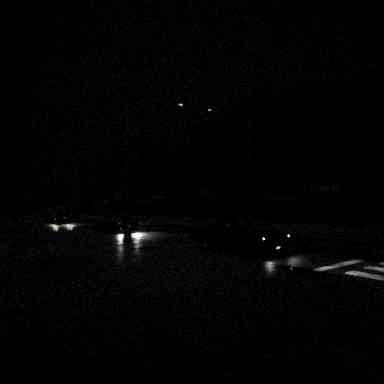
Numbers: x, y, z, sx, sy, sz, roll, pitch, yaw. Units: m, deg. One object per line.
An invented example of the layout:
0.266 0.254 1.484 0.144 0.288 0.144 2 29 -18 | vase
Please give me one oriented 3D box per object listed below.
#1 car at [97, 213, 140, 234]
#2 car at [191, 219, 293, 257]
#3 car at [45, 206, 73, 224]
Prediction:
-5.577 2.314 25.119 1.994 1.385 4.181 0 -2 -37 | car
2.019 1.893 14.556 1.895 1.301 4.718 0 -2 -36 | car
-15.954 2.696 39.671 2.150 2.045 5.566 0 -2 -35 | car
